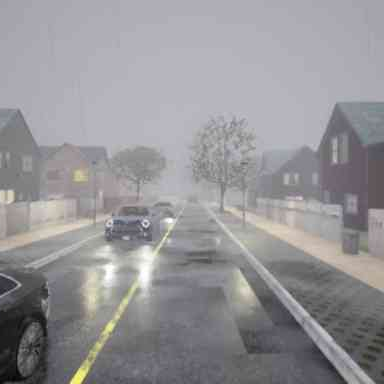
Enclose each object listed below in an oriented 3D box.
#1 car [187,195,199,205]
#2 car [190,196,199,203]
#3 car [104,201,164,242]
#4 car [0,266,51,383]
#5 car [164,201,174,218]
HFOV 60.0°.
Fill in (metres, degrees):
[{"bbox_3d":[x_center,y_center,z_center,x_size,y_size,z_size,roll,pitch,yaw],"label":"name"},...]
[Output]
[{"bbox_3d":[0.167,1.575,67.985,2.150,2.045,5.566,0,-1,1],"label":"car"},{"bbox_3d":[0.552,1.795,78.386,1.837,1.490,4.892,0,-1,4],"label":"car"},{"bbox_3d":[-2.800,1.383,16.421,2.097,1.767,4.553,0,0,0],"label":"car"},{"bbox_3d":[-2.846,1.490,2.634,2.128,1.511,4.902,0,0,0],"label":"car"},{"bbox_3d":[-2.687,1.604,31.552,1.812,1.442,4.674,0,0,0],"label":"car"}]
